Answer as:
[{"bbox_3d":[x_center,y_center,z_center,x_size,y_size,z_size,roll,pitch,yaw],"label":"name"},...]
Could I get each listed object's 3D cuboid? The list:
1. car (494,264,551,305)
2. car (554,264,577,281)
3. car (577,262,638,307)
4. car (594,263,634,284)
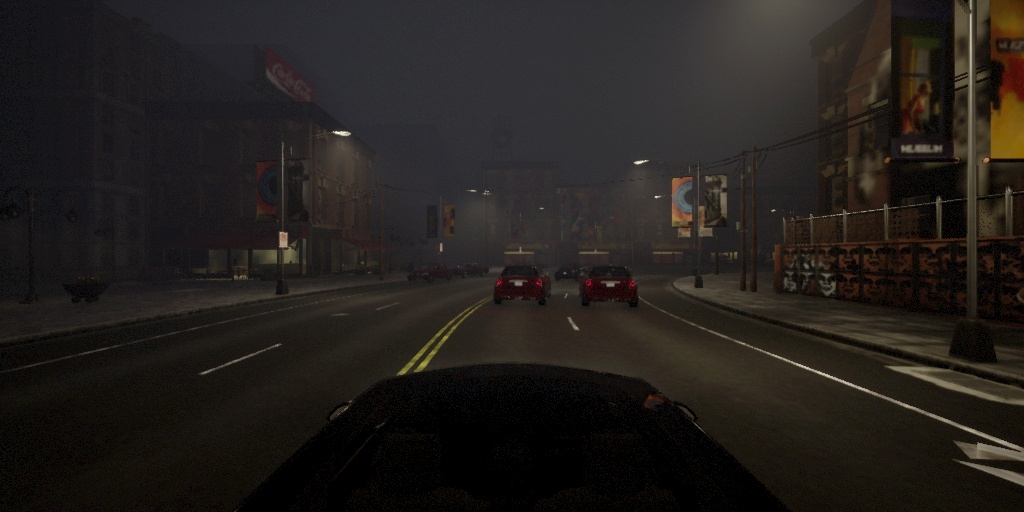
[{"bbox_3d":[0.594,1.116,16.158,2.097,1.767,4.553,0,0,9],"label":"car"},{"bbox_3d":[5.049,1.322,29.887,1.994,1.385,4.181,0,0,27],"label":"car"},{"bbox_3d":[4.050,1.116,15.601,2.097,1.767,4.553,0,0,9],"label":"car"},{"bbox_3d":[8.172,1.313,28.308,2.033,1.411,5.357,0,0,27],"label":"car"}]
